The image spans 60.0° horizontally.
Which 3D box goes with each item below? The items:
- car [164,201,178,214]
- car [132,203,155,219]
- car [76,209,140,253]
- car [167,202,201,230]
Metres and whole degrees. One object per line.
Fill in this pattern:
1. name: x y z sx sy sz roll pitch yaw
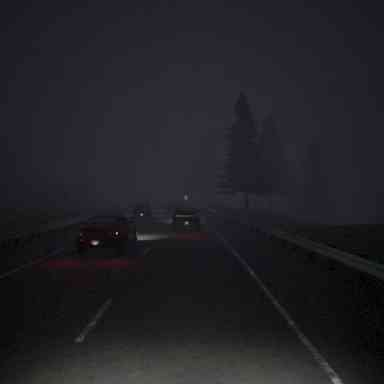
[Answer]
1. car: -2.388 1.870 41.795 1.882 1.535 5.008 0 -1 -8
2. car: -4.754 1.808 32.210 1.837 1.490 4.892 0 -1 -6
3. car: -3.561 1.661 14.311 1.812 1.442 4.674 0 -1 -2
4. car: -0.475 1.707 22.742 2.128 1.511 4.902 0 0 -3
